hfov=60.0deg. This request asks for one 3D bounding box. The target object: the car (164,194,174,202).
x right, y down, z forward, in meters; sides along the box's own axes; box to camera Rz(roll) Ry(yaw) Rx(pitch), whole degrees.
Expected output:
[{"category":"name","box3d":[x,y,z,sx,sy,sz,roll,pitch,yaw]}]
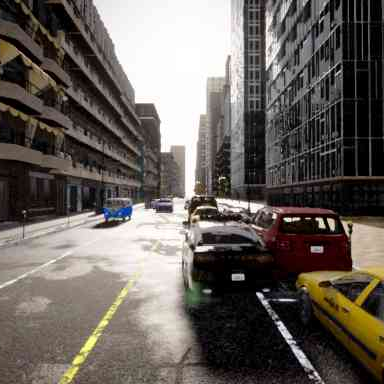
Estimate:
[{"category":"car","box3d":[-5.875,1.514,86.847,2.192,1.841,5.009,1,0,0]}]

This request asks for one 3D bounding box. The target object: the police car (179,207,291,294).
[{"category":"police car","box3d":[0.718,1.429,8.957,1.930,1.638,5.238,0,0,-4]}]

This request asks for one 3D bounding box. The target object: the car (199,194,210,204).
[{"category":"car","box3d":[2.543,1.447,70.297,2.192,1.841,5.009,1,0,0]}]

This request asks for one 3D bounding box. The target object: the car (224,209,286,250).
[{"category":"car","box3d":[2.668,1.574,15.067,1.947,1.339,4.313,1,0,0]}]

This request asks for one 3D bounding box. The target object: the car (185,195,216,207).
[{"category":"car","box3d":[0.771,1.241,24.948,2.150,2.045,5.566,0,0,-1]}]

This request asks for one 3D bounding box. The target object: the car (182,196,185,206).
[{"category":"car","box3d":[-0.097,1.588,46.791,1.812,1.442,4.674,0,0,0]}]

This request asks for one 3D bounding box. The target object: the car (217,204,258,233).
[{"category":"car","box3d":[2.655,1.558,20.591,1.887,1.381,4.507,1,0,0]}]

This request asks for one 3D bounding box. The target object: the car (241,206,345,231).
[{"category":"car","box3d":[2.684,1.320,9.545,2.192,1.841,5.009,1,0,0]}]

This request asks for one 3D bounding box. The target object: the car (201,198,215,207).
[{"category":"car","box3d":[2.579,1.647,53.727,1.947,1.339,4.313,1,0,0]}]

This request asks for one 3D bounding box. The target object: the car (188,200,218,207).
[{"category":"car","box3d":[0.810,1.468,19.086,1.801,1.575,5.366,0,0,0]}]

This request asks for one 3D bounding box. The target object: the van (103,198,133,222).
[{"category":"van","box3d":[-5.734,1.362,26.096,1.690,1.788,3.998,1,0,0]}]

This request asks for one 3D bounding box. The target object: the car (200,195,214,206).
[{"category":"car","box3d":[2.569,1.412,59.251,2.192,1.841,5.009,1,0,0]}]

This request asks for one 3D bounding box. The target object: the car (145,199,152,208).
[{"category":"car","box3d":[-5.789,1.647,48.186,1.802,1.307,4.206,1,0,0]}]

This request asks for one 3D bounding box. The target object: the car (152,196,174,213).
[{"category":"car","box3d":[-3.087,1.520,38.289,1.882,1.535,5.008,0,0,0]}]

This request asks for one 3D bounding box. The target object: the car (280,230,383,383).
[{"category":"car","box3d":[2.693,1.527,4.193,1.752,1.417,4.829,1,0,0]}]

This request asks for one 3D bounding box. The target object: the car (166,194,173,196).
[{"category":"car","box3d":[-5.852,1.697,75.800,1.887,1.381,4.507,1,0,0]}]
